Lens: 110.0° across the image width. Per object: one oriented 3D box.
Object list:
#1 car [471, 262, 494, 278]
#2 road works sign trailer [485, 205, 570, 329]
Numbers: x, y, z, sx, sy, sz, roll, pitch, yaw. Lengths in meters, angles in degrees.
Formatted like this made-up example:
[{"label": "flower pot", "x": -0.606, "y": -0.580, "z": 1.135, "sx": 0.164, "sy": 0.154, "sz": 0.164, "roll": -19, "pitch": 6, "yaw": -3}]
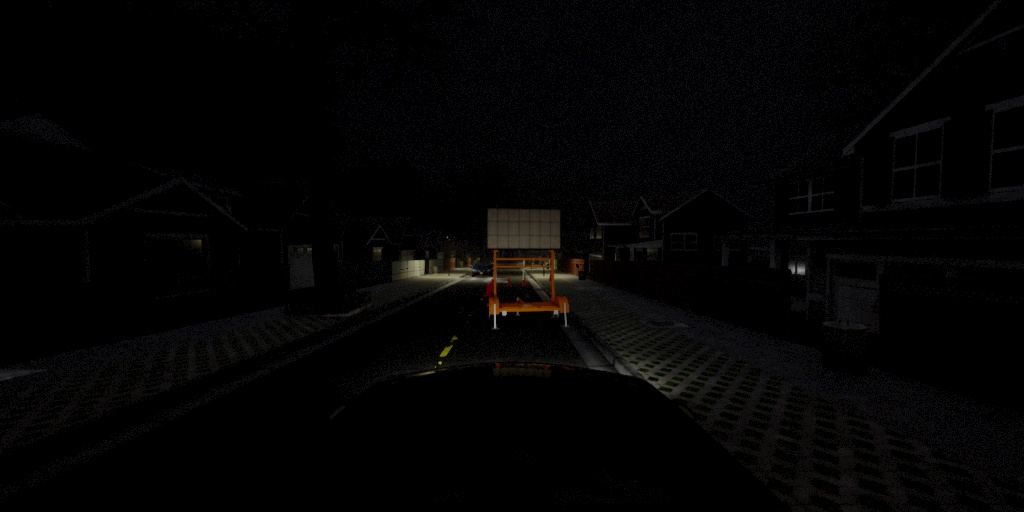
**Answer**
[{"label": "car", "x": -2.777, "y": 1.282, "z": 34.706, "sx": 1.812, "sy": 1.442, "sz": 4.674, "roll": 0, "pitch": 0, "yaw": 0}, {"label": "road works sign trailer", "x": 0.353, "y": 0.209, "z": 11.324, "sx": 2.380, "sy": 3.560, "sz": 2.880, "roll": 0, "pitch": 0, "yaw": -7}]
